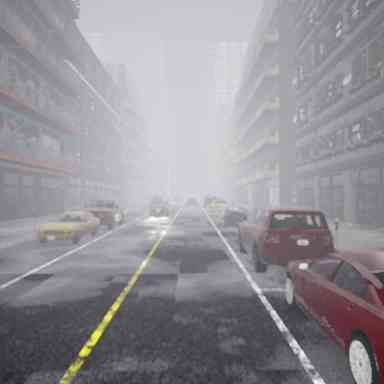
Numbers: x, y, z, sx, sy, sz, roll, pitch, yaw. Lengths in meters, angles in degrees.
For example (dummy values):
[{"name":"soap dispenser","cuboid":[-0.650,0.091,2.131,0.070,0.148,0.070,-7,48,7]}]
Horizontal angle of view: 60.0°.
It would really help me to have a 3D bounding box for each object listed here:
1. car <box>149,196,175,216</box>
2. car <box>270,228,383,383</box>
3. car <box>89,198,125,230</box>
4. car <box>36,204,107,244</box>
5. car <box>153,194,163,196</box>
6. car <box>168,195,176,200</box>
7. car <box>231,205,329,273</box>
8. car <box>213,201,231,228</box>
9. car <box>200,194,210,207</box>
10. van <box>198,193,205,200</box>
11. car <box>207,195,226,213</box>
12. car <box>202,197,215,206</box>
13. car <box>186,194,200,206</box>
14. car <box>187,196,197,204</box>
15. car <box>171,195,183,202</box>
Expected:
[{"name":"car","cuboid":[-3.098,1.489,32.960,2.128,1.511,4.902,0,0,0]},{"name":"car","cuboid":[2.704,1.545,4.973,1.887,1.381,4.507,1,0,0]},{"name":"car","cuboid":[-5.674,1.314,21.540,2.192,1.841,5.009,1,0,0]},{"name":"car","cuboid":[-5.677,1.525,15.830,1.752,1.417,4.829,1,0,0]},{"name":"car","cuboid":[-5.677,1.309,54.783,2.192,1.841,5.009,1,0,0]},{"name":"car","cuboid":[-5.652,1.562,93.565,1.802,1.307,4.206,1,0,0]},{"name":"car","cuboid":[2.708,1.315,10.512,2.192,1.841,5.009,1,0,0]},{"name":"car","cuboid":[2.702,1.550,21.593,2.008,1.369,4.403,1,0,0]},{"name":"car","cuboid":[2.704,1.310,49.296,2.192,1.841,5.009,1,0,0]},{"name":"van","cuboid":[2.700,1.321,93.619,1.690,1.788,3.998,1,0,0]},{"name":"car","cuboid":[2.997,1.453,36.164,1.801,1.575,5.366,0,0,0]},{"name":"car","cuboid":[2.699,1.576,54.836,1.802,1.307,4.206,1,0,0]},{"name":"car","cuboid":[0.015,1.542,53.455,2.033,1.411,5.357,0,0,1]},{"name":"car","cuboid":[-0.006,1.546,66.802,2.033,1.411,5.357,0,0,0]},{"name":"car","cuboid":[-3.007,1.407,74.155,1.882,1.535,5.008,0,0,0]}]
